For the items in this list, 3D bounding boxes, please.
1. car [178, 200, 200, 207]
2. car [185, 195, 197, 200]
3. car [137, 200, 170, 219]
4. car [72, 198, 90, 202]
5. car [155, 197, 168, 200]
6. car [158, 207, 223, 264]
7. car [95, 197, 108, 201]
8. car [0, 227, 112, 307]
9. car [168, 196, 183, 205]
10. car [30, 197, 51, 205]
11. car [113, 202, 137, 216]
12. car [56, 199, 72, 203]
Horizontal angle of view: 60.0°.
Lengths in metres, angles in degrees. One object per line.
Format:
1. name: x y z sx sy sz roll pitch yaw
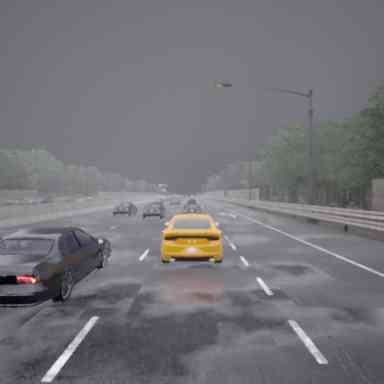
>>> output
1. car: 0.000 1.741 31.515 2.033 1.411 5.357 0 0 0
2. car: 0.002 1.971 71.254 1.837 1.490 4.892 0 0 0
3. car: -3.500 1.742 31.515 2.033 1.411 5.357 0 0 0
4. car: -21.000 1.952 64.220 1.812 1.442 4.674 0 0 0
5. car: -6.999 1.996 71.202 2.128 1.511 4.902 0 0 0
6. car: 0.001 1.538 12.043 1.882 1.535 5.008 0 0 0
7. car: -17.502 1.784 64.342 2.097 1.767 4.553 0 -1 0
8. car: -3.500 1.587 8.278 2.033 1.411 5.357 0 0 0
9. car: -3.498 2.024 71.244 1.994 1.385 4.181 0 0 0
10. car: -28.005 1.768 61.522 2.097 1.767 4.553 0 0 0
11. car: -7.000 1.772 35.263 2.033 1.411 5.357 0 0 0
12. car: -24.499 1.967 64.141 2.033 1.411 5.357 0 0 0
